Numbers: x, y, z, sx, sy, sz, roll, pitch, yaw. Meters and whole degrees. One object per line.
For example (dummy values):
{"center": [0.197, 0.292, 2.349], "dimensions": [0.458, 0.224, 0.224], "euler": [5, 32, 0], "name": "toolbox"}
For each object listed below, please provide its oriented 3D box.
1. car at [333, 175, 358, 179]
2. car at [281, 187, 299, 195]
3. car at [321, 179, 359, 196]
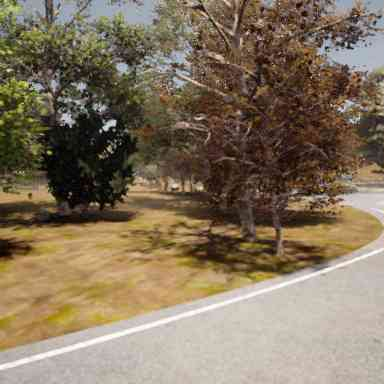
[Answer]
{"center": [31.146, -2.883, 67.958], "dimensions": [4.718, 1.301, 1.895], "euler": [-4, 3, -6], "name": "car"}
{"center": [12.110, -0.268, 42.541], "dimensions": [1.994, 1.385, 4.181], "euler": [-5, 3, -9], "name": "car"}
{"center": [16.489, -0.392, 38.638], "dimensions": [2.033, 1.411, 5.357], "euler": [-6, 3, -26], "name": "car"}
